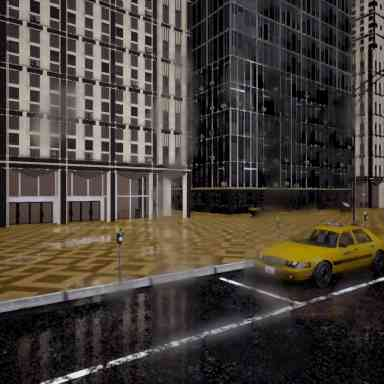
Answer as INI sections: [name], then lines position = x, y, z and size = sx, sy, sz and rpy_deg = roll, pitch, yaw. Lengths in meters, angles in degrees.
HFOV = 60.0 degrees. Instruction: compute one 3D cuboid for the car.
[car]
position = 3.800, 1.526, 9.253
size = 4.829, 1.417, 1.752
rpy_deg = 0, 0, -35
